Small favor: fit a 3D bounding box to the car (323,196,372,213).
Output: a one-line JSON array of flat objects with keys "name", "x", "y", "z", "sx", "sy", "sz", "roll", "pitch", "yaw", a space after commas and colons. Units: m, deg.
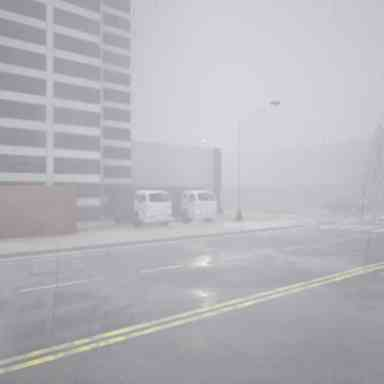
[{"name": "car", "x": 16.032, "y": 1.211, "z": 34.591, "sx": 2.097, "sy": 1.767, "sz": 4.553, "roll": 0, "pitch": 0, "yaw": -31}]
